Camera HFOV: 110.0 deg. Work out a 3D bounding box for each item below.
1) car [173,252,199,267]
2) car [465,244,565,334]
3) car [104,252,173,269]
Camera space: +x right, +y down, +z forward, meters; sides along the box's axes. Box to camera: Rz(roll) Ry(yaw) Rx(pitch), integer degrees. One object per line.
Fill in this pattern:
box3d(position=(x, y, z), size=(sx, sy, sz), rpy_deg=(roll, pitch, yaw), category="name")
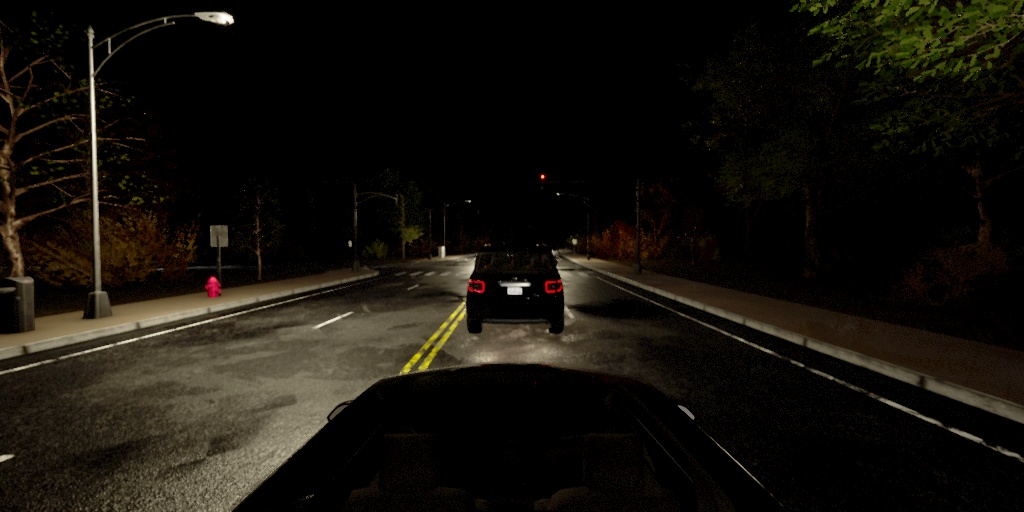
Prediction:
box3d(position=(-34.889, 0.365, 36.970), size=(4.902, 1.511, 2.128), rpy_deg=(0, 1, 10), category="car")
box3d(position=(0.109, 0.700, 9.717), size=(2.150, 2.045, 5.566), rpy_deg=(0, 2, 1), category="car")
box3d(position=(-35.494, 0.502, 33.772), size=(5.357, 1.411, 2.033), rpy_deg=(0, 1, 10), category="car")
